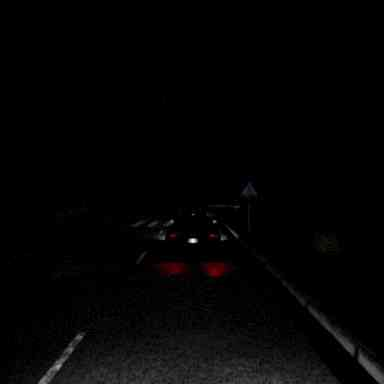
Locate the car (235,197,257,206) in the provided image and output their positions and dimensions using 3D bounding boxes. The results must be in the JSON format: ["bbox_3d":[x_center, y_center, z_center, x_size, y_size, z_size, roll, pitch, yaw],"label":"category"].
[{"bbox_3d":[9.394,1.506,58.215,2.097,1.767,4.553,-1,-1,42],"label":"car"}]

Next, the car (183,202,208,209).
[{"bbox_3d":[0.279,1.540,27.864,2.128,1.511,4.902,0,0,4],"label":"car"}]

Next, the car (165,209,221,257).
[{"bbox_3d":[0.049,1.582,12.975,1.994,1.385,4.181,0,0,0],"label":"car"}]
